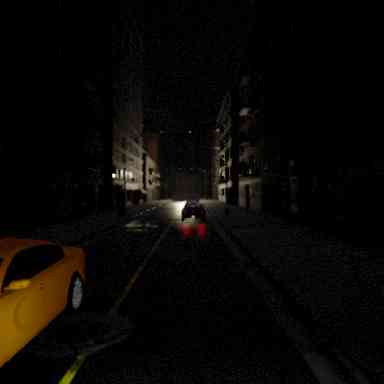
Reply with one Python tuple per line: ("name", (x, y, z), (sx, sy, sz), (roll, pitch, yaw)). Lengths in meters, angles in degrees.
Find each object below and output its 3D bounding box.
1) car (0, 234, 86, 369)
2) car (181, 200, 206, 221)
("car", (-3.096, 1.478, 4.823), (1.882, 1.535, 5.008), (0, 0, 0))
("car", (0.104, 1.601, 27.450), (1.895, 1.301, 4.718), (0, 0, 0))
